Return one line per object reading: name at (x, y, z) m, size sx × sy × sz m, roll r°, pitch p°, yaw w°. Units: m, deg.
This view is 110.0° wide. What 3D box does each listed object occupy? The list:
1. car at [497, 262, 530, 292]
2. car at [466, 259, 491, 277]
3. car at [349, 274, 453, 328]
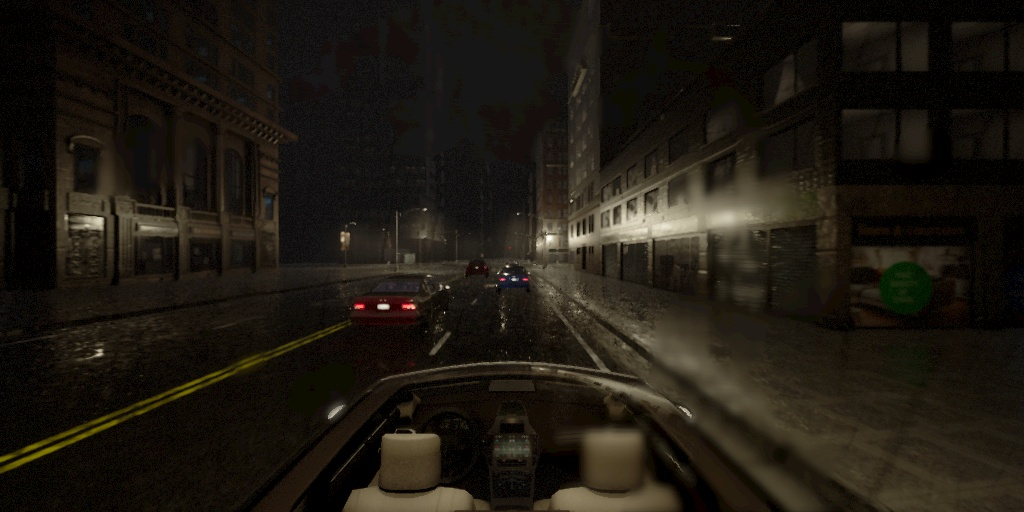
car at (0.101, 1.276, 21.215) m, size 2.033 × 1.411 × 5.357 m, roll 0°, pitch 0°, yaw 0°
car at (-3.150, 1.068, 34.239) m, size 2.097 × 1.767 × 4.553 m, roll 0°, pitch 0°, yaw 0°
car at (-3.151, 1.287, 11.287) m, size 2.033 × 1.411 × 5.357 m, roll 0°, pitch 0°, yaw 0°
